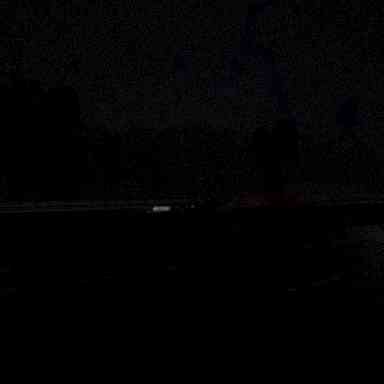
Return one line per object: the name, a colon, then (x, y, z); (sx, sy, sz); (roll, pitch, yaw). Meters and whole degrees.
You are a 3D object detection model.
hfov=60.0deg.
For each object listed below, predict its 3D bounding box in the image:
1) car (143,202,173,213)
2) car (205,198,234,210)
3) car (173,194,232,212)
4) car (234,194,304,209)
car: (-2.193, 1.573, 31.438); (4.718, 1.301, 1.895); (0, 0, -38)
car: (3.744, 1.486, 27.969); (4.674, 1.442, 1.812); (0, 0, -35)
car: (1.456, 1.183, 30.525); (5.566, 2.045, 2.150); (0, 0, -35)
car: (6.225, 1.179, 25.435); (5.566, 2.045, 2.150); (0, 0, -35)
